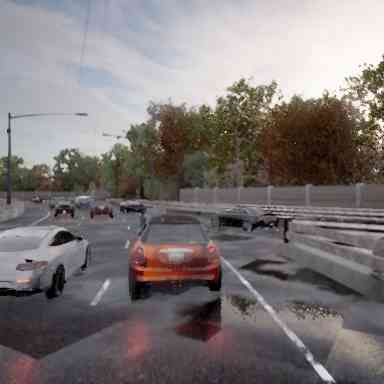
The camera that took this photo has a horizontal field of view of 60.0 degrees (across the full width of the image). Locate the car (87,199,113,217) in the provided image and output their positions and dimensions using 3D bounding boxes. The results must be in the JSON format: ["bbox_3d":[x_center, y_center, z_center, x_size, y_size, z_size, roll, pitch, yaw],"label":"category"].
[{"bbox_3d":[-9.270,1.598,33.761,2.097,1.767,4.553,0,0,-18],"label":"car"}]

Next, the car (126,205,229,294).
[{"bbox_3d":[-0.532,1.420,9.238,2.097,1.767,4.553,0,0,-5],"label":"car"}]

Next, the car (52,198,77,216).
[{"bbox_3d":[-13.669,1.768,35.761,1.837,1.490,4.892,0,0,-20],"label":"car"}]

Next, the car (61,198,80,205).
[{"bbox_3d":[-26.224,1.919,71.503,2.033,1.411,5.357,0,-1,-42],"label":"car"}]

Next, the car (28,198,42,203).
[{"bbox_3d":[-40.431,2.157,85.838,4.674,1.442,1.812,0,-1,40],"label":"car"}]

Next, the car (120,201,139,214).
[{"bbox_3d":[-7.179,1.762,39.067,1.882,1.535,5.008,0,0,-24],"label":"car"}]

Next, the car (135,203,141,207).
[{"bbox_3d":[-2.400,1.705,21.713,2.033,1.411,5.357,0,0,-11],"label":"car"}]

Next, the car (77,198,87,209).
[{"bbox_3d":[-17.224,1.732,51.942,2.097,1.767,4.553,0,0,-28],"label":"car"}]

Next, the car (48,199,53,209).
[{"bbox_3d":[-21.341,1.875,52.147,2.128,1.511,4.902,0,-1,-30],"label":"car"}]

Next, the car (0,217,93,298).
[{"bbox_3d":[-3.906,1.589,8.462,1.812,1.442,4.674,0,0,-5],"label":"car"}]

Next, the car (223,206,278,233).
[{"bbox_3d":[3.160,1.653,21.014,2.128,1.511,4.902,0,0,-35],"label":"car"}]

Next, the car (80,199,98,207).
[{"bbox_3d":[-19.138,2.018,61.751,1.994,1.385,4.181,0,-1,-33],"label":"car"}]
